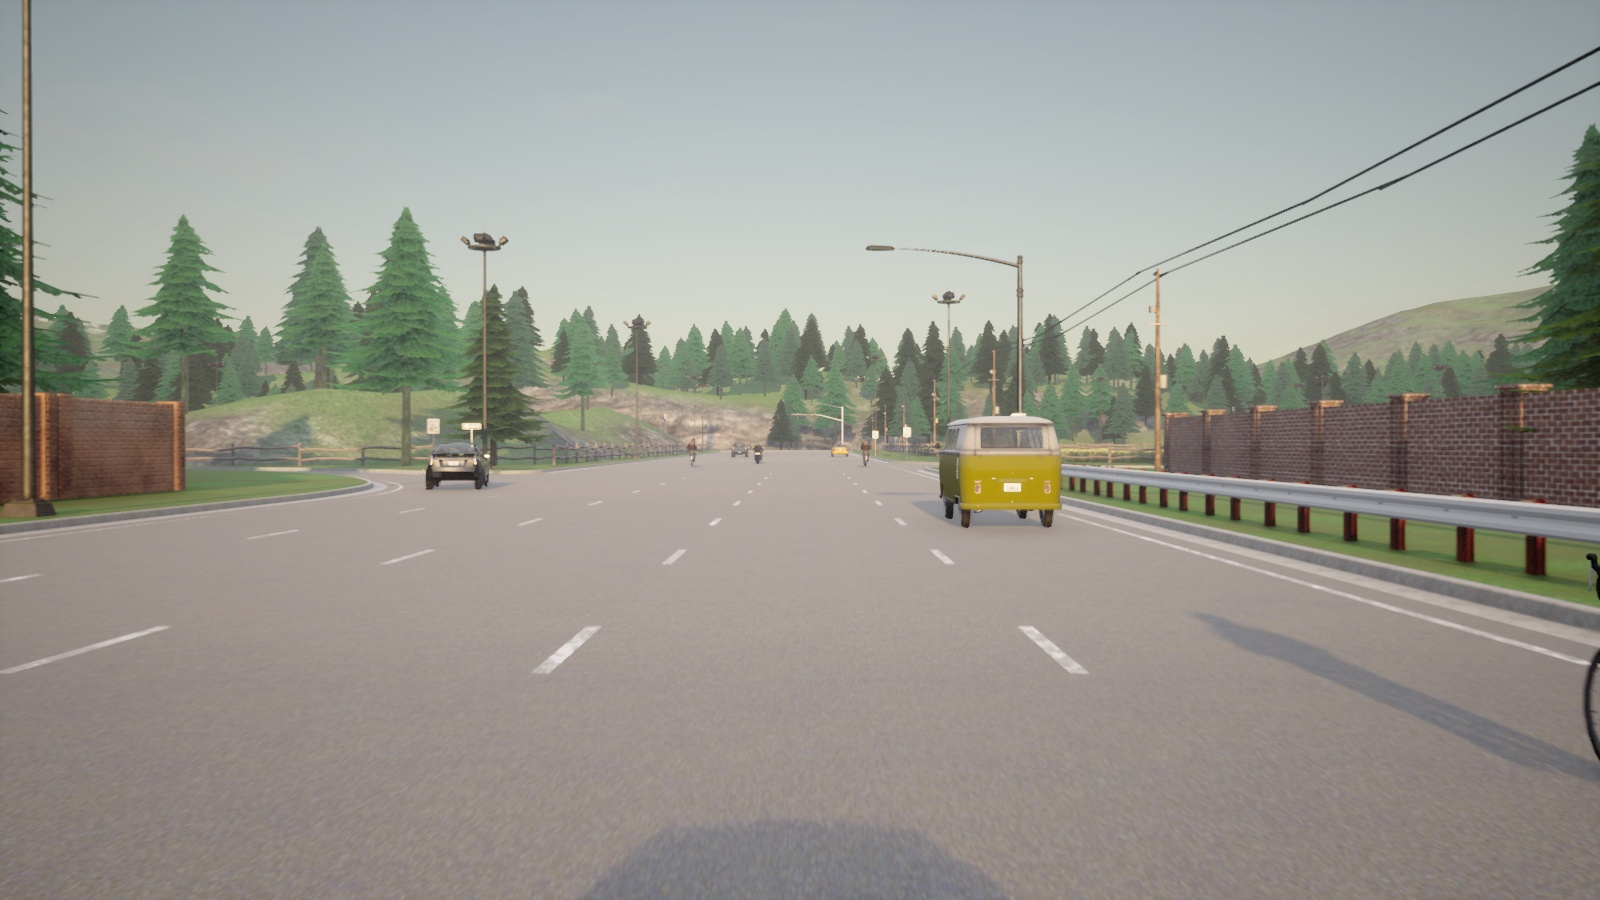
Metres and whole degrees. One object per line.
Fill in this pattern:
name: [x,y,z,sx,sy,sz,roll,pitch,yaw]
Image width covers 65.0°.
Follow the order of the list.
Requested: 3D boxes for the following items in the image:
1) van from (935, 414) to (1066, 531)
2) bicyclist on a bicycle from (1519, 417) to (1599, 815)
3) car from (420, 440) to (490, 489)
van: [3.648,0.369,23.553,1.775,1.987,4.442,0,0,0]
bicyclist on a bicycle: [3.543,0.675,4.854,0.582,1.620,1.656,0,0,0]
car: [-11.474,0.447,42.025,2.007,1.525,4.514,0,0,-12]
